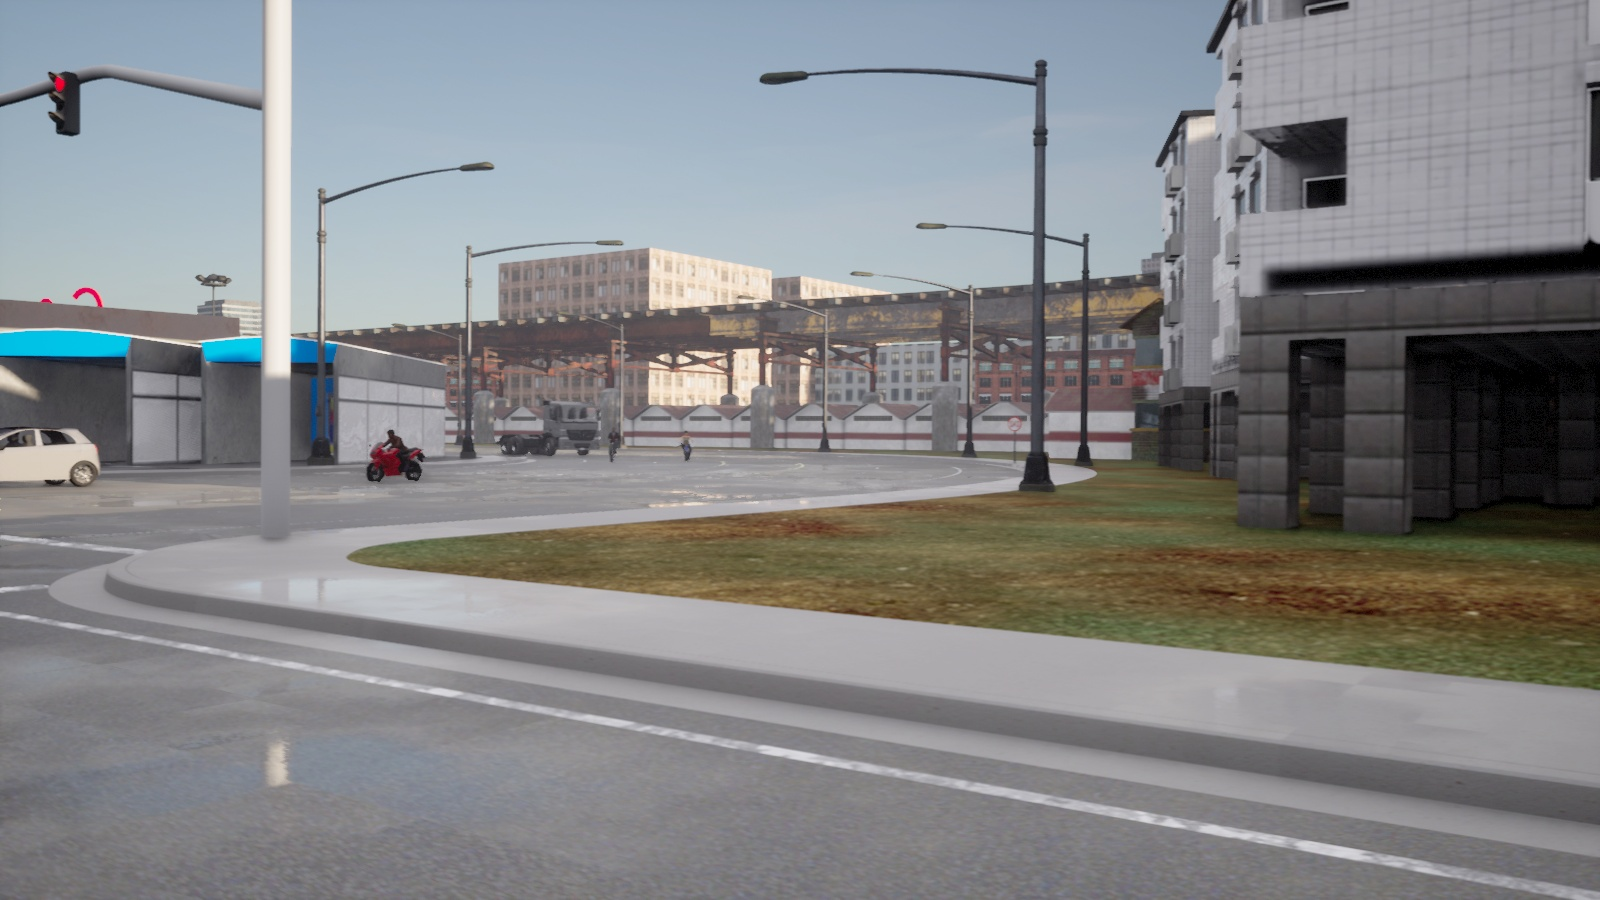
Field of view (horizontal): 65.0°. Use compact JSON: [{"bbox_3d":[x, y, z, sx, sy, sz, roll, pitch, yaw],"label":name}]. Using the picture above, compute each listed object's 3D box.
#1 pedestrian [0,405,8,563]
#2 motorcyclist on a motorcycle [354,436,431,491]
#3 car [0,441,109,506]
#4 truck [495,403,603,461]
[{"bbox_3d":[-10.254,0.420,15.636,0.788,1.949,0.423,0,1,41],"label":"pedestrian"},{"bbox_3d":[-11.609,0.374,35.862,0.797,1.523,2.044,-1,1,31],"label":"motorcyclist on a motorcycle"},{"bbox_3d":[-19.271,0.551,30.760,1.845,1.501,3.633,0,1,35],"label":"car"},{"bbox_3d":[-15.831,-1.095,78.779,2.891,3.462,7.936,-1,1,-43],"label":"truck"}]
